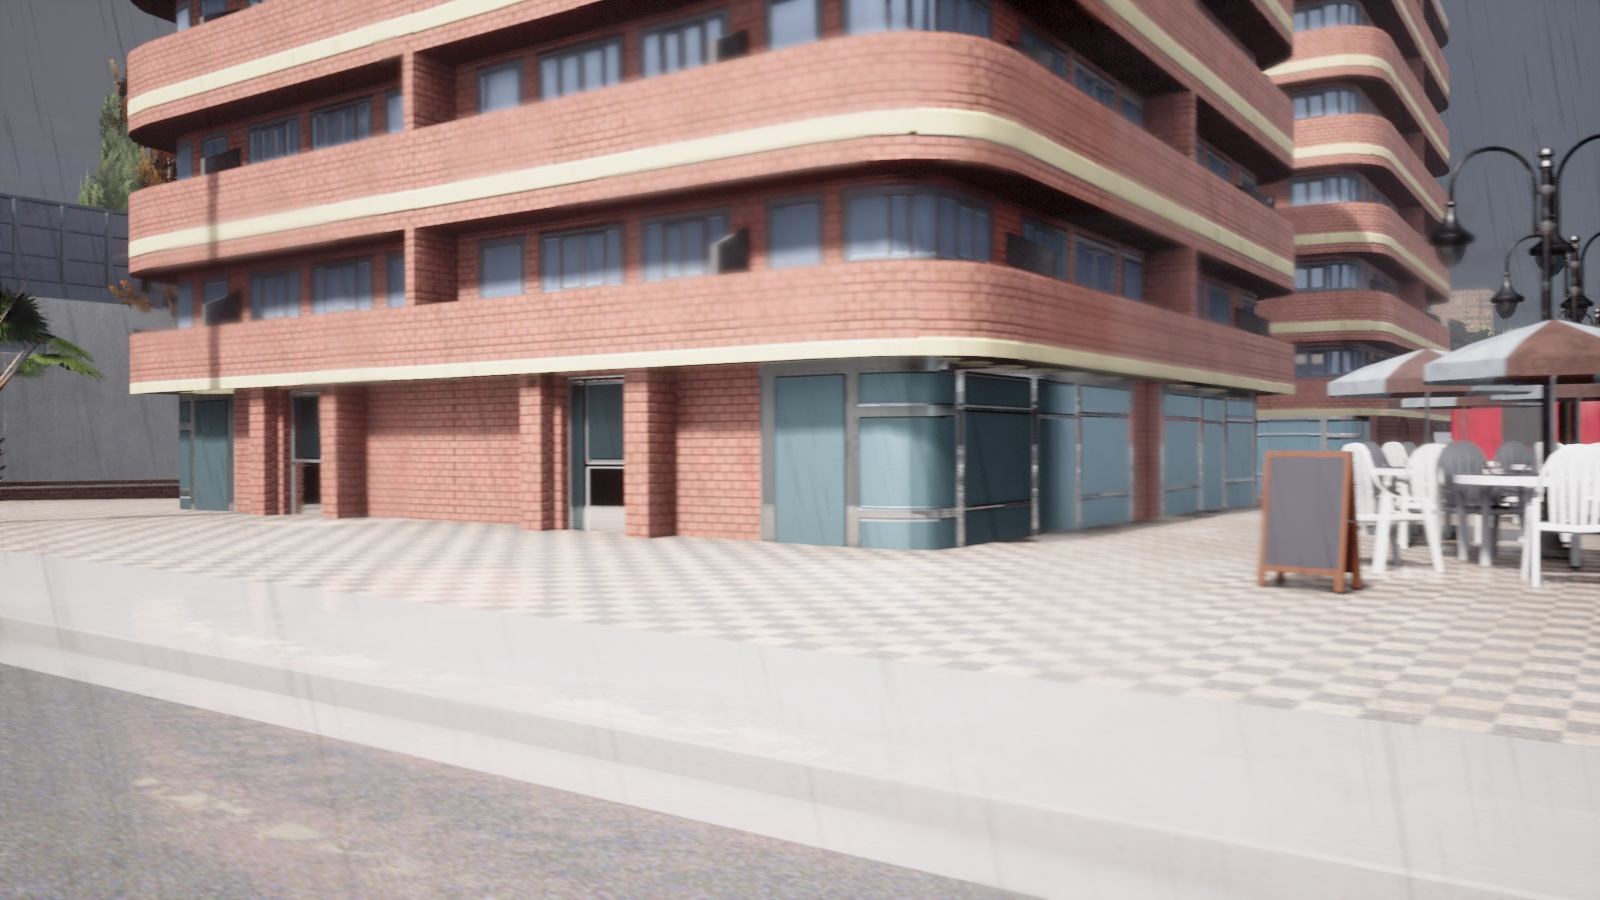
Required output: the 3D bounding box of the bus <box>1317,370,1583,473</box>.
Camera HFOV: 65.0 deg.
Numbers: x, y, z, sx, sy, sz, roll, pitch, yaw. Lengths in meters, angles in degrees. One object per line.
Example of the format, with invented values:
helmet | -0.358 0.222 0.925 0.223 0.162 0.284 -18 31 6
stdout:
bus | 29.427 -1.168 57.100 10.273 4.253 3.944 -1 0 33
